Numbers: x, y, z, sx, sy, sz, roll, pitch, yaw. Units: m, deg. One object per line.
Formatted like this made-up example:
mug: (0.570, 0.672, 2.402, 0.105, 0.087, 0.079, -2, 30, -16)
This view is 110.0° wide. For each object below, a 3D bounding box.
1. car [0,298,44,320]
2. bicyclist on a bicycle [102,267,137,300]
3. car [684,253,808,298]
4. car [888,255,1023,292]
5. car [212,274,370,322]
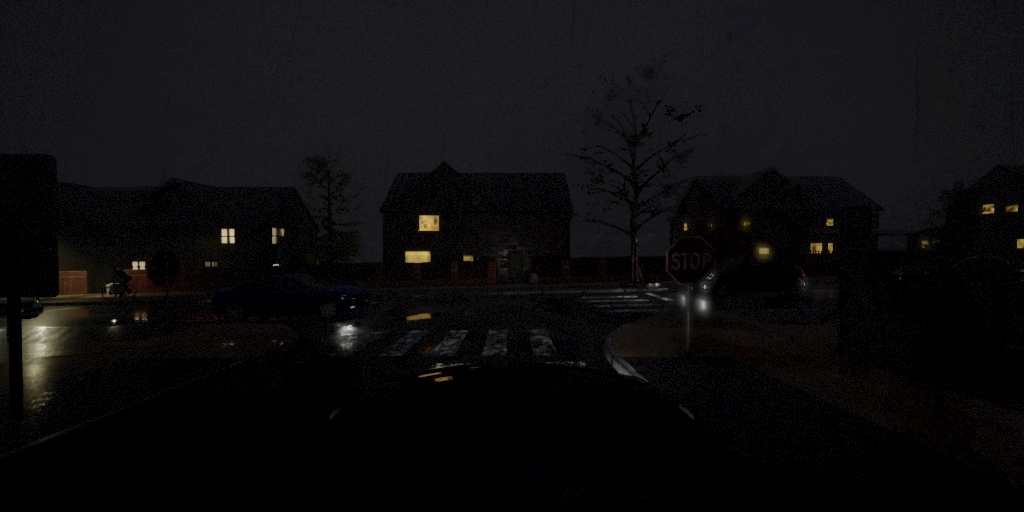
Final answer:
car: (-19.719, 1.713, 12.658, 4.674, 1.442, 1.812, -1, 1, 0)
bicyclist on a bicycle: (-20.237, 1.409, 18.502, 0.582, 1.620, 1.656, -1, 1, 0)
car: (10.108, 0.789, 15.777, 4.553, 1.767, 2.097, -1, 1, 0)
car: (19.541, 0.706, 15.830, 4.902, 1.511, 2.128, -1, 1, 0)
car: (-7.692, 1.377, 12.727, 5.008, 1.535, 1.882, -2, 1, 0)
